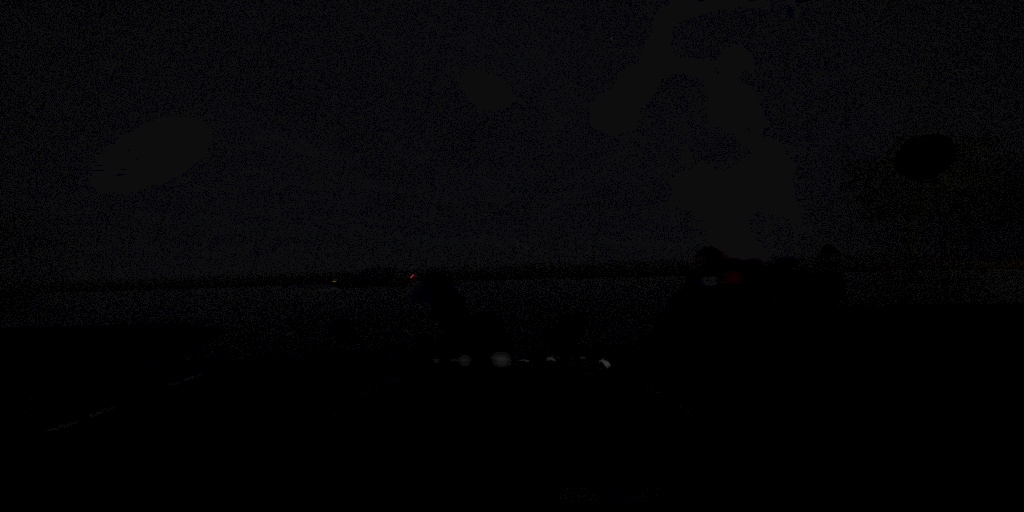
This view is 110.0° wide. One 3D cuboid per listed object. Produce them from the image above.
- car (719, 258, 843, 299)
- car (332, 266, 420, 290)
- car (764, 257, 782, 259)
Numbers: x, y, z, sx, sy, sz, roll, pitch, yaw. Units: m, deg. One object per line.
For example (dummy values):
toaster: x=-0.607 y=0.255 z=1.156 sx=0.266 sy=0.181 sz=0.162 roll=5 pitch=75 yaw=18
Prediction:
car: x=12.426 y=1.065 z=16.704 sx=5.008 sy=1.535 sz=1.882 roll=-1 pitch=2 yaw=0
car: x=-8.888 y=1.418 z=23.743 sx=5.357 sy=1.411 sz=2.033 roll=-2 pitch=2 yaw=0
car: x=17.205 y=0.842 z=23.690 sx=4.674 sy=1.442 sz=1.812 roll=-2 pitch=2 yaw=0
